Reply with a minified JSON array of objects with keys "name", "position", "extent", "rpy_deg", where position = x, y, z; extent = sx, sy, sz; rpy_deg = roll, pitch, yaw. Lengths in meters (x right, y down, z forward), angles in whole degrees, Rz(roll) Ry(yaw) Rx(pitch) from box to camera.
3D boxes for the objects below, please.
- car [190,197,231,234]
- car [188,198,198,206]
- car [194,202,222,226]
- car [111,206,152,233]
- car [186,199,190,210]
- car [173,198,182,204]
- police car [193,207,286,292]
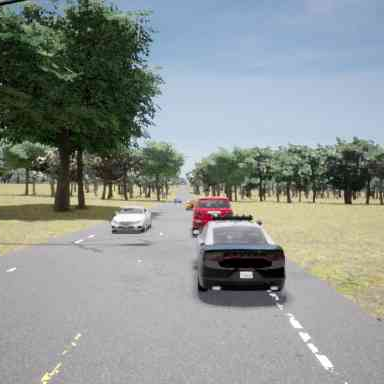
[{"name":"car","position":[1.105,1.274,19.056],"extent":[2.150,2.045,5.566],"rpy_deg":[0,0,0]},{"name":"car","position":[0.109,1.959,64.244],"extent":[1.812,1.442,4.674],"rpy_deg":[0,-1,0]},{"name":"car","position":[1.122,1.565,25.028],"extent":[1.882,1.535,5.008],"rpy_deg":[0,0,0]},{"name":"car","position":[-3.542,1.581,20.127],"extent":[1.812,1.442,4.674],"rpy_deg":[0,0,0]},{"name":"car","position":[0.159,1.745,46.959],"extent":[1.882,1.535,5.008],"rpy_deg":[0,-1,1]},{"name":"car","position":[-3.511,2.110,81.600],"extent":[2.128,1.511,4.902],"rpy_deg":[0,-1,-1]},{"name":"police car","position":[1.076,1.436,9.132],"extent":[1.930,1.638,5.238],"rpy_deg":[0,0,0]}]
